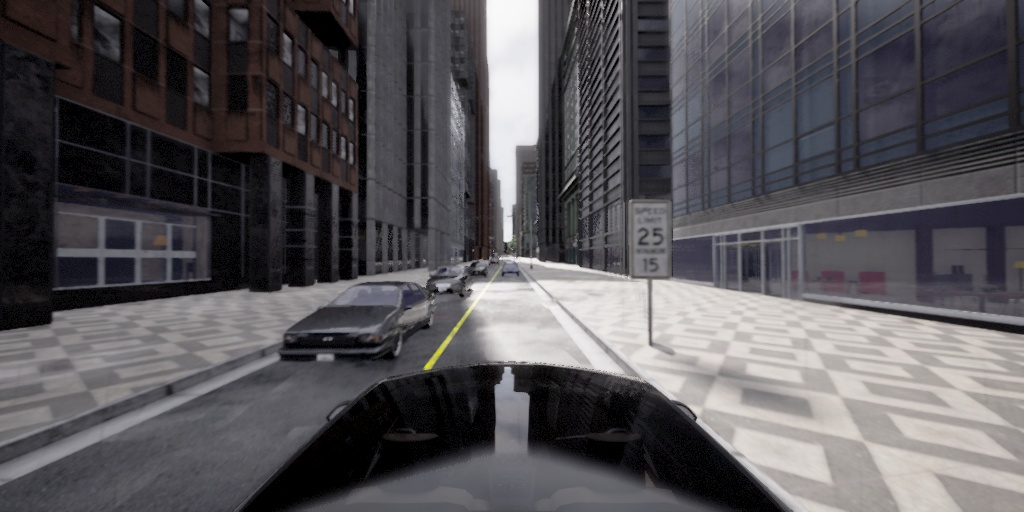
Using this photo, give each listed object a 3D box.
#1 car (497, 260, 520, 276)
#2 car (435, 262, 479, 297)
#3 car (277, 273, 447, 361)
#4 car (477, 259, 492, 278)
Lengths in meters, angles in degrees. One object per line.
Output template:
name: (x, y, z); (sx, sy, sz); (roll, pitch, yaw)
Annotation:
car: (-0.144, 1.335, 37.446); (2.033, 1.411, 5.357); (0, 0, 0)
car: (-3.205, 1.285, 19.052); (2.128, 1.511, 4.902); (0, 0, 0)
car: (-3.134, 1.323, 8.662); (2.033, 1.411, 5.357); (0, 0, 0)
car: (-3.231, 1.323, 34.931); (1.837, 1.490, 4.892); (0, 0, 0)
